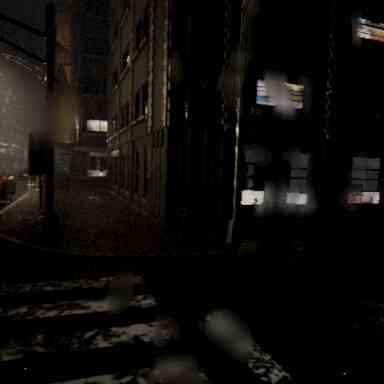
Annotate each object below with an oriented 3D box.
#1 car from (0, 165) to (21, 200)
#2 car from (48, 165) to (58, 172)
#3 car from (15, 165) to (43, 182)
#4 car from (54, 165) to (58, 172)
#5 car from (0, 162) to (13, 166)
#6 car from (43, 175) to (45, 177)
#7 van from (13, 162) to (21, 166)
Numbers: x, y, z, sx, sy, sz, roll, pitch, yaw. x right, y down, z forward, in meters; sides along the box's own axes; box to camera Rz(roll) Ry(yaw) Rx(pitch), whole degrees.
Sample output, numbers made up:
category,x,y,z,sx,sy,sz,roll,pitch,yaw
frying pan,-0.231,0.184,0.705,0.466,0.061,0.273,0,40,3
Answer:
category,x,y,z,sx,sy,sz,roll,pitch,yaw
car,-11.131,-0.518,18.601,1.967,1.590,4.097,1,4,-20
car,-32.219,-5.507,77.018,1.887,1.381,4.507,1,4,-20
car,-16.961,-1.787,34.510,1.947,1.339,4.313,1,4,-20
car,-28.404,-4.580,66.391,2.008,1.369,4.403,1,4,-20
car,-36.290,-4.626,63.556,2.008,1.369,4.403,1,4,-20
car,-20.775,-2.736,45.136,1.887,1.381,4.507,1,4,-20
van,-42.004,-6.216,79.483,1.690,1.788,3.998,1,4,-20
